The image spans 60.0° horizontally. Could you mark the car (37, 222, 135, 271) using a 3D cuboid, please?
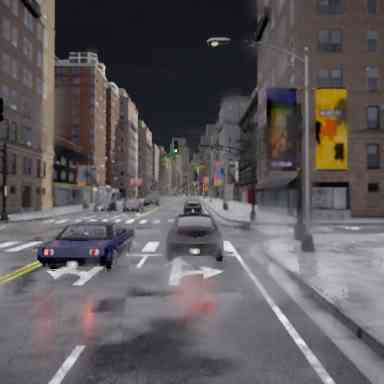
[{"bbox_3d":[-3.158,1.627,11.024,1.895,1.301,4.718,0,0,0],"label":"car"}]

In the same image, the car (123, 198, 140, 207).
[{"bbox_3d":[-9.813,1.696,54.151,1.994,1.385,4.181,0,0,0],"label":"car"}]

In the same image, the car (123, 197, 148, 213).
[{"bbox_3d":[-6.591,1.590,37.806,1.837,1.490,4.892,0,0,0],"label":"car"}]

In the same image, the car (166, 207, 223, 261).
[{"bbox_3d":[0.094,1.534,12.379,1.837,1.490,4.892,0,0,0],"label":"car"}]

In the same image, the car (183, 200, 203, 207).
[{"bbox_3d":[0.100,1.586,35.481,1.837,1.490,4.892,0,0,0],"label":"car"}]

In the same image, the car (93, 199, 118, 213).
[{"bbox_3d":[-9.839,1.577,37.983,2.128,1.511,4.902,0,0,0],"label":"car"}]

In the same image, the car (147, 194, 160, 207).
[{"bbox_3d":[-6.548,1.361,55.534,2.150,2.045,5.566,0,-1,0],"label":"car"}]
